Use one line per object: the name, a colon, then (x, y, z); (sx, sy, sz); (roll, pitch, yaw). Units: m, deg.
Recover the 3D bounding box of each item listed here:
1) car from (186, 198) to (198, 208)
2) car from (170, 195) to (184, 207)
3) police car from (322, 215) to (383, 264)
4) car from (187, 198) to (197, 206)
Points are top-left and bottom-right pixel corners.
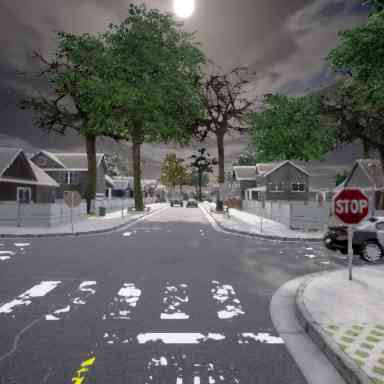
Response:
car: (0.008, 1.865, 55.985); (1.812, 1.442, 4.674); (0, -1, 0)
car: (-2.743, 1.621, 60.994); (2.150, 2.045, 5.566); (0, -1, 0)
police car: (7.356, 1.552, 11.701); (5.238, 1.638, 1.930); (1, -1, -1)
car: (0.008, 1.968, 66.023); (1.837, 1.490, 4.892); (0, -1, 0)
